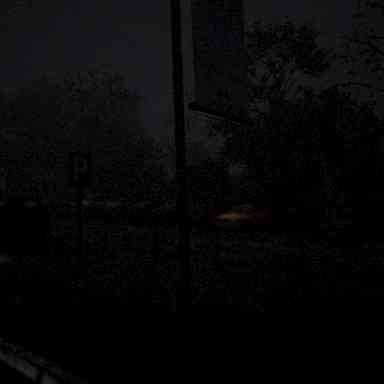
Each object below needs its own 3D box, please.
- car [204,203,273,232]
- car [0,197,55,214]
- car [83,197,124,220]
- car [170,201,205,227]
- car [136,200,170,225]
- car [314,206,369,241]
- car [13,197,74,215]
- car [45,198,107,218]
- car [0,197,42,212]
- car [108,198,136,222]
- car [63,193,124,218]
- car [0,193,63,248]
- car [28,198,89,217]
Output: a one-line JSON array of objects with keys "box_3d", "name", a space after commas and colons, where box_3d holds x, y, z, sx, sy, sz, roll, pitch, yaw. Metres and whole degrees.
[{"box_3d": [3.176, 1.446, 20.182, 1.946, 1.575, 5.366, 0, 0, 35], "name": "car"}, {"box_3d": [-17.107, 1.365, 34.762, 2.163, 1.488, 4.792, 1, 0, 35], "name": "car"}, {"box_3d": [-5.769, 1.404, 26.761, 2.097, 1.535, 5.008, 0, 0, 35], "name": "car"}, {"box_3d": [1.037, 1.467, 21.963, 2.163, 1.488, 4.792, 0, 0, 35], "name": "car"}, {"box_3d": [-1.240, 1.427, 23.550, 2.231, 1.521, 4.892, 0, 0, 35], "name": "car"}, {"box_3d": [7.795, 1.501, 17.098, 2.163, 1.488, 4.792, 0, 0, 35], "name": "car"}, {"box_3d": [-14.723, 1.349, 33.333, 1.946, 1.575, 5.366, 0, 0, 35], "name": "car"}, {"box_3d": [-10.302, 1.383, 29.963, 2.231, 1.521, 4.892, 0, 0, 35], "name": "car"}, {"box_3d": [-19.344, 1.340, 36.419, 2.163, 1.488, 4.792, 1, 0, 35], "name": "car"}, {"box_3d": [-3.504, 1.415, 25.155, 2.097, 1.535, 5.008, 0, 0, 35], "name": "car"}, {"box_3d": [-8.051, 1.141, 28.339, 2.435, 2.045, 5.566, 0, 0, 35], "name": "car"}, {"box_3d": [-8.117, 1.179, 12.350, 2.435, 2.045, 5.566, 0, 0, 35], "name": "car"}, {"box_3d": [-12.567, 1.368, 31.571, 2.097, 1.535, 5.008, 0, 0, 35], "name": "car"}]
